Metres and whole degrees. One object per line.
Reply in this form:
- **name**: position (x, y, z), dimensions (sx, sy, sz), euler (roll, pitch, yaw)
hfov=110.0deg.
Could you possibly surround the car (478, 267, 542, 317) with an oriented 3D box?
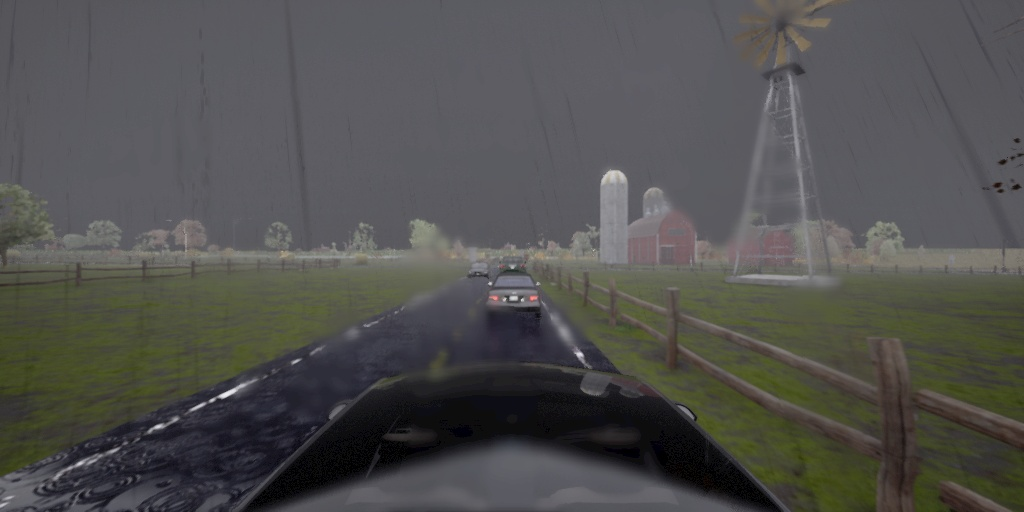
- **car**: position (0.080, 1.313, 13.218), dimensions (2.033, 1.411, 5.357), euler (0, 0, 0)

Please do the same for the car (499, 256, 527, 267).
- **car**: position (0.080, 1.001, 30.196), dimensions (2.150, 2.045, 5.566), euler (0, 0, 1)

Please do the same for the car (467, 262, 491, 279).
- **car**: position (-2.849, 1.289, 32.433), dimensions (1.837, 1.490, 4.892), euler (0, 0, 0)
